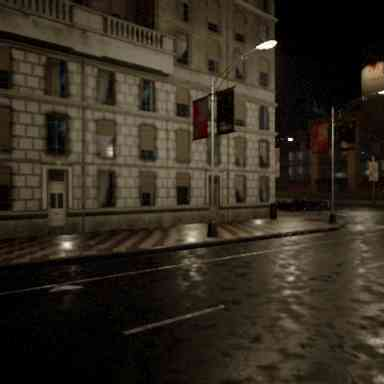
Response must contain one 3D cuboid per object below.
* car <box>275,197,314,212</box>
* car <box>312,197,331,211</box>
[{"bbox_3d":[10.965,1.504,37.991,1.895,1.301,4.718,0,0,-36],"label":"car"},{"bbox_3d":[14.102,1.384,39.647,2.128,1.511,4.902,0,0,-36],"label":"car"}]
